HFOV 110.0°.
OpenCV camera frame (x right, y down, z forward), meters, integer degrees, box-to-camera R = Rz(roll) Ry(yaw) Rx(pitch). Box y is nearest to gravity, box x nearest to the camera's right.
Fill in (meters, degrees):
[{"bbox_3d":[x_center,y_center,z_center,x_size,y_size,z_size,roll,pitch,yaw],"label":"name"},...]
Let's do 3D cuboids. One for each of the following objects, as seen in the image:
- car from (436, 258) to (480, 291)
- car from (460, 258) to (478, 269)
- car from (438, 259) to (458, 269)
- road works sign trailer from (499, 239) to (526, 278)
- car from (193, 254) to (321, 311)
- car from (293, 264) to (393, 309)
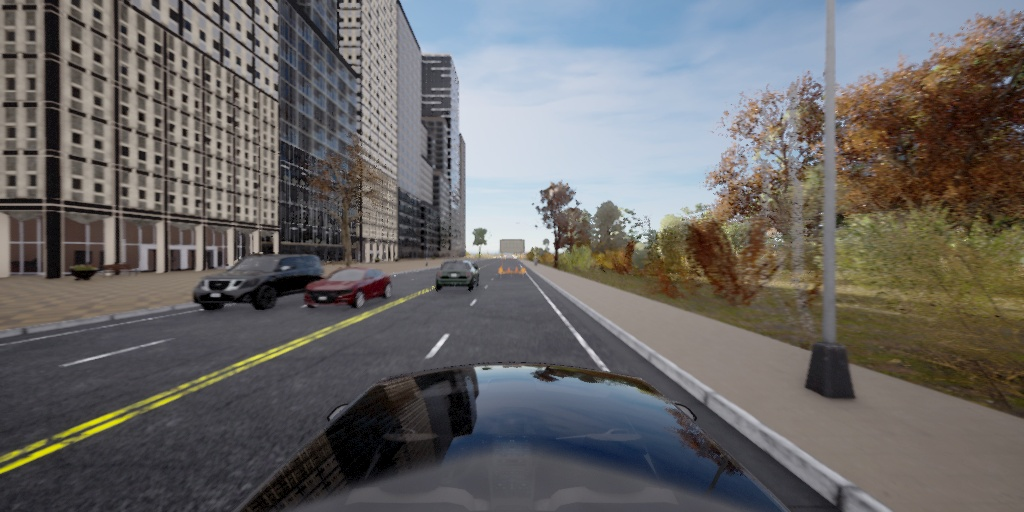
[{"bbox_3d":[-3.149,1.057,21.619,2.097,1.767,4.553,0,0,0],"label":"car"},{"bbox_3d":[-6.546,1.129,55.439,2.128,1.511,4.902,0,0,1],"label":"car"},{"bbox_3d":[-9.787,1.186,55.446,2.033,1.411,5.357,0,0,1],"label":"car"},{"bbox_3d":[0.001,0.145,33.046,2.380,3.560,2.880,0,0,0],"label":"road works sign trailer"},{"bbox_3d":[-9.843,0.942,14.682,2.150,2.045,5.566,0,0,0],"label":"car"},{"bbox_3d":[-6.594,1.198,15.001,1.882,1.535,5.008,0,0,0],"label":"car"}]
